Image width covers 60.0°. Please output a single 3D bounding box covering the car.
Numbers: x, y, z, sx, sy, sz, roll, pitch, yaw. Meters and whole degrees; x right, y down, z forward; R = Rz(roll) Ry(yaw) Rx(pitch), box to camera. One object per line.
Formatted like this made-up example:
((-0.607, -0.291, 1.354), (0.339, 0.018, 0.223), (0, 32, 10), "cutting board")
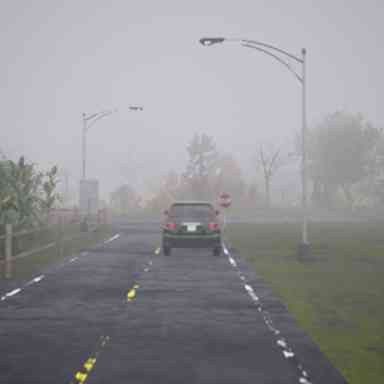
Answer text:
((-0.005, 1.354, 14.001), (2.150, 2.045, 5.566), (0, 0, 0), "car")
